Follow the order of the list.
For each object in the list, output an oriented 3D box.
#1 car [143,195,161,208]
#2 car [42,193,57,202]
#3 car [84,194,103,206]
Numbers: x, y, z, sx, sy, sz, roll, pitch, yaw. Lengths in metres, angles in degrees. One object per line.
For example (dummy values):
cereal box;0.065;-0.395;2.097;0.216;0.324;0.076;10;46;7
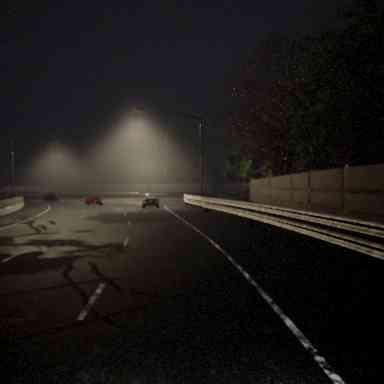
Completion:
car;-4.629;1.038;38.345;2.033;1.411;5.357;-1;1;-4
car;-24.911;0.889;58.051;1.812;1.442;4.674;-1;1;-34
car;-13.135;1.000;43.994;1.812;1.442;4.674;-1;1;-24
